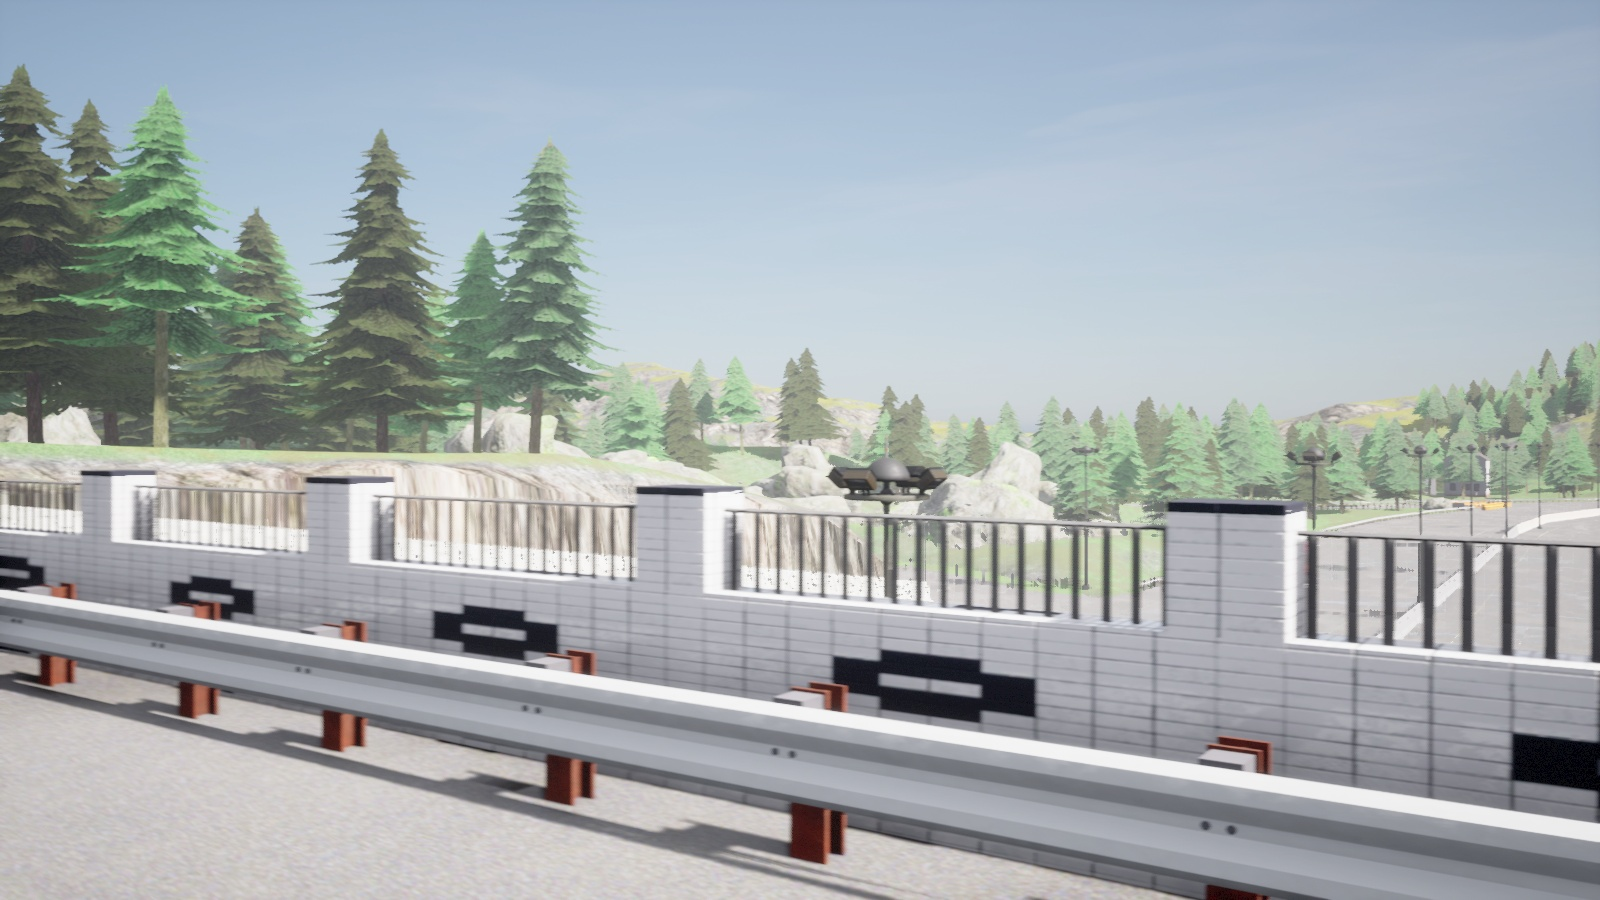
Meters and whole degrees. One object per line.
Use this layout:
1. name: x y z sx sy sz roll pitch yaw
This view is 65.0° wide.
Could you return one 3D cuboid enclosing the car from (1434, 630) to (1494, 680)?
1. car: 33.533 10.308 63.365 2.242 1.667 4.611 -1 0 33
